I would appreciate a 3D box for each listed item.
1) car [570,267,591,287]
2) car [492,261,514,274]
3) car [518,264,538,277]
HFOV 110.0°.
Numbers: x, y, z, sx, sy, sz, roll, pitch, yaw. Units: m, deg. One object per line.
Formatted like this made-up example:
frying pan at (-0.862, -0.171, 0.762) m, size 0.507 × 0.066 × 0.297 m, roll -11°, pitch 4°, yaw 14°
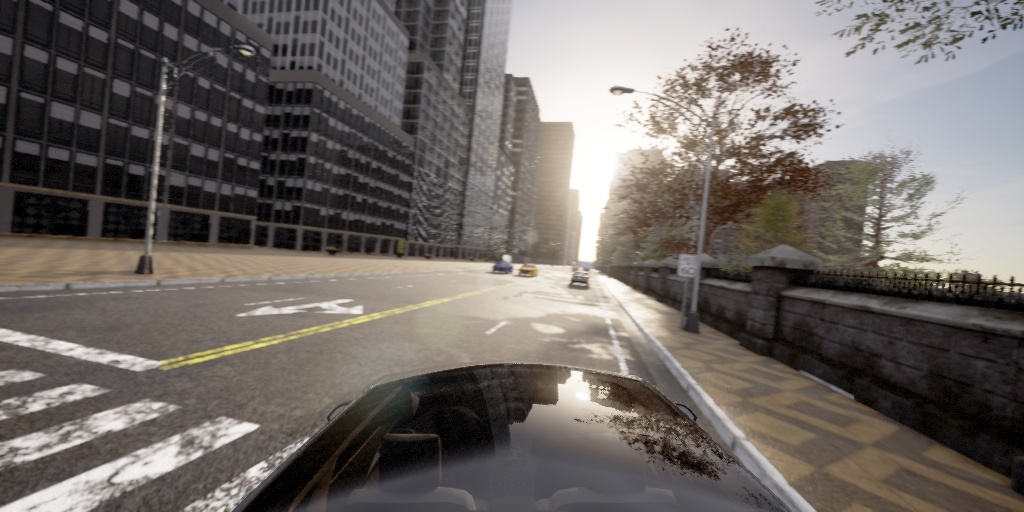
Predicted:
car at (6.854, 2.206, 35.992) m, size 2.033 × 1.411 × 5.357 m, roll 6°, pitch 0°, yaw 12°
car at (-1.075, 1.371, 45.238) m, size 1.882 × 1.535 × 5.008 m, roll 6°, pitch 0°, yaw 12°
car at (2.085, 1.694, 44.549) m, size 1.882 × 1.535 × 5.008 m, roll 6°, pitch 0°, yaw 12°
